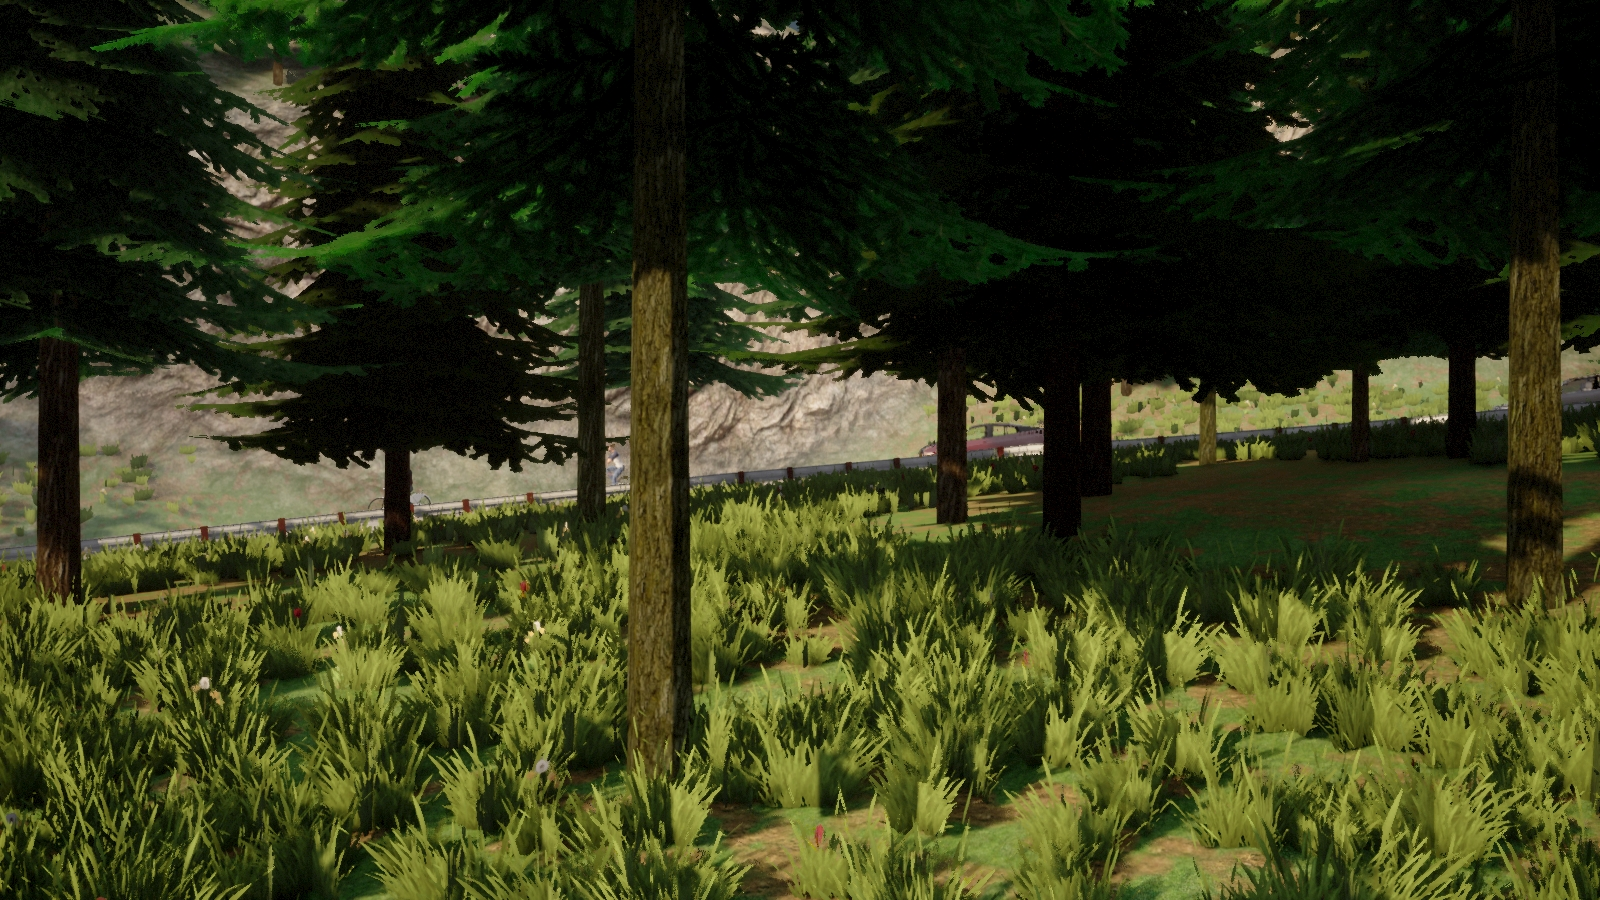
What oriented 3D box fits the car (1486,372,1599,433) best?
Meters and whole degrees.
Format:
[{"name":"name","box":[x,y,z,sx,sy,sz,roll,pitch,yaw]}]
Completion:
[{"name":"car","box":[23.594,-1.495,34.365,4.792,1.488,2.163,-5,-2,26]}]

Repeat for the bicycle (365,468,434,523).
[{"name":"bicycle","box":[-12.075,1.355,34.490,1.835,1.471,0.329,-5,2,-29]}]

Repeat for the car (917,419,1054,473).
[{"name":"car","box":[6.427,-0.138,39.954,4.514,1.525,2.007,-4,0,6]}]
